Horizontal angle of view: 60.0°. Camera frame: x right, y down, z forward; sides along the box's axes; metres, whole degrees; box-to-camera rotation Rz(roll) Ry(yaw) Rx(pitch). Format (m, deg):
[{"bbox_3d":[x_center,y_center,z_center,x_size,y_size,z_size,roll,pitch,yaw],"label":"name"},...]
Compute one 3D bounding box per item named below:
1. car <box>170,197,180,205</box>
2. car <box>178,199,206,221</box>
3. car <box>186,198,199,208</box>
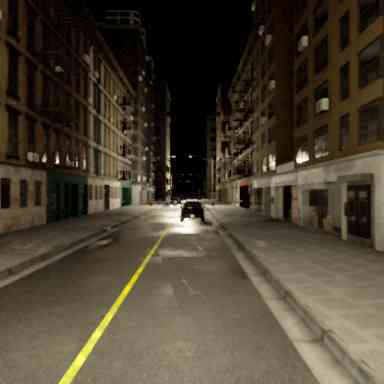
[{"bbox_3d":[-3.011,1.619,62.486,2.128,1.511,4.902,0,0,1],"label":"car"},{"bbox_3d":[0.056,1.535,27.047,1.837,1.490,4.892,0,0,1],"label":"car"},{"bbox_3d":[0.018,1.682,51.412,1.895,1.301,4.718,0,0,0],"label":"car"}]
